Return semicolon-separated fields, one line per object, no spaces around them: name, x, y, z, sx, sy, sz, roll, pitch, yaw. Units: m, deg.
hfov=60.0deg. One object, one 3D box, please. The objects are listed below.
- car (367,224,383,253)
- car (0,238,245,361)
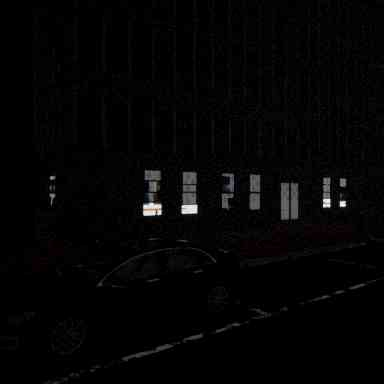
car;8.246;1.581;12.451;4.206;1.307;1.802;0;0;-36
car;-1.019;1.551;5.835;4.403;1.369;2.008;0;0;-36
